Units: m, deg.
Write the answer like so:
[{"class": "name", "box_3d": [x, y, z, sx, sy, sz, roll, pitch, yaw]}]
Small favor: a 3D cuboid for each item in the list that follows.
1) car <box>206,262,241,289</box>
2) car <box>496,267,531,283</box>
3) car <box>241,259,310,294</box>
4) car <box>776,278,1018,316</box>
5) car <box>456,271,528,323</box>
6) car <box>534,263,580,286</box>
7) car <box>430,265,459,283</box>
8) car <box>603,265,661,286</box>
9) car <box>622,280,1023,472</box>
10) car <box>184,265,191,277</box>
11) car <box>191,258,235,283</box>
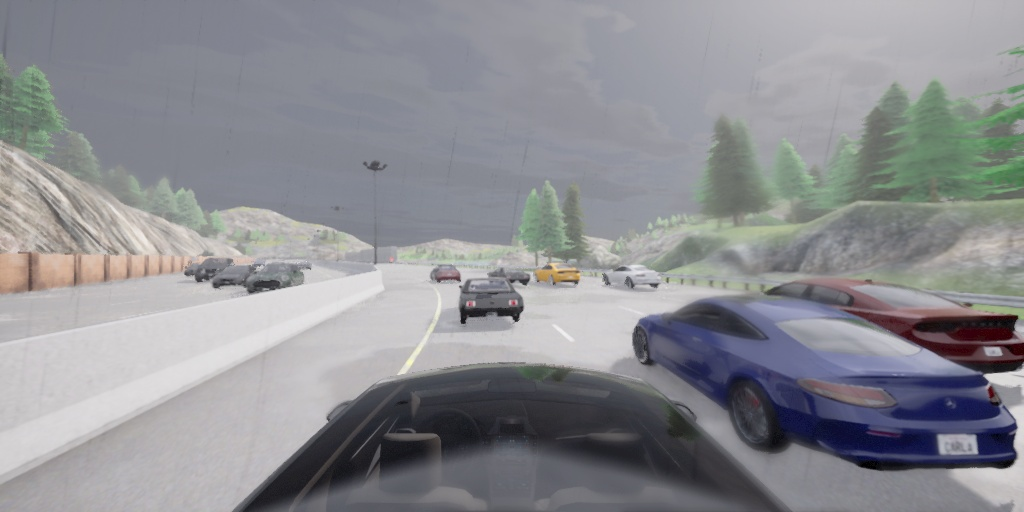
[{"class": "car", "box_3d": [-18.745, 1.411, 24.667, 1.837, 1.490, 4.892, 0, 0, -22]}, {"class": "car", "box_3d": [-0.316, 1.402, 25.441, 1.895, 1.301, 4.718, 0, 0, -17]}, {"class": "car", "box_3d": [-13.913, 1.223, 21.395, 2.097, 1.767, 4.553, 0, 0, -19]}, {"class": "car", "box_3d": [6.604, 1.201, 7.526, 1.882, 1.535, 5.008, 0, 0, -4]}, {"class": "car", "box_3d": [-0.883, 1.378, 12.354, 1.895, 1.301, 4.718, 0, 0, -8]}, {"class": "car", "box_3d": [3.144, 1.260, 25.897, 1.882, 1.535, 5.008, 0, 0, -17]}, {"class": "car", "box_3d": [-5.558, 1.404, 29.704, 1.994, 1.385, 4.181, 0, 0, -21]}, {"class": "car", "box_3d": [7.598, 1.276, 22.965, 1.812, 1.442, 4.674, 0, 0, -13]}, {"class": "car", "box_3d": [3.289, 1.264, 5.008, 1.812, 1.442, 4.674, 0, 0, -2]}, {"class": "car", "box_3d": [-35.046, 1.537, 40.216, 1.837, 1.490, 4.892, 0, 0, -31]}, {"class": "car", "box_3d": [-25.779, 1.179, 31.471, 2.150, 2.045, 5.566, 0, 0, -29]}]
